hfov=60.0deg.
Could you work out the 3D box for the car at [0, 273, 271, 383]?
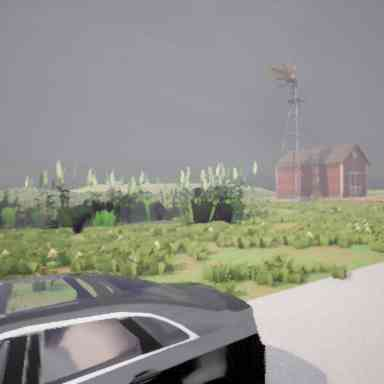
[{"bbox_3d":[-1.567,1.506,2.370,4.902,1.511,2.128,-1,0,-36],"label":"car"}]
